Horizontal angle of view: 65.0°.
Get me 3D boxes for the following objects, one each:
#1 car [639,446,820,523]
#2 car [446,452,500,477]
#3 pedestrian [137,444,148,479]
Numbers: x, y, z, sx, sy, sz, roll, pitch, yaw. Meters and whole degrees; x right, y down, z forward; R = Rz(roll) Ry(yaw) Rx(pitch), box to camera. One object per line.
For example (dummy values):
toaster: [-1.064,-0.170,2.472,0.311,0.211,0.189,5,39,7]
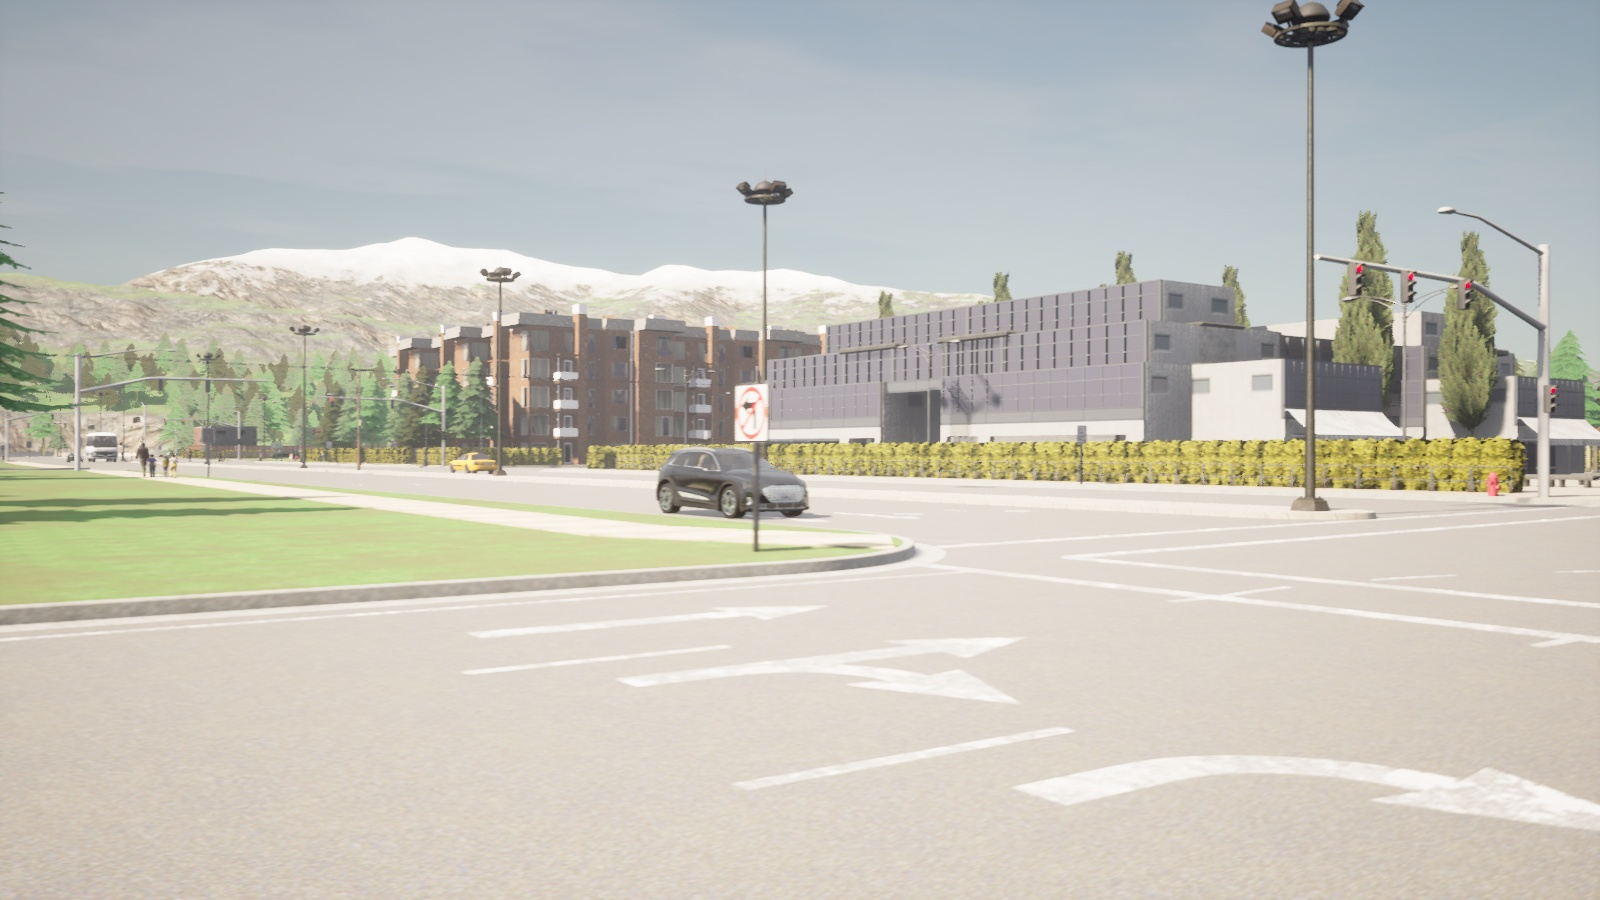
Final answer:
car: [-1.785,0.749,30.120,2.033,1.649,4.856,0,1,-36]
car: [-22.132,0.943,84.842,1.801,1.575,5.366,0,0,-35]
pedestrian: [-34.782,0.620,66.414,0.431,1.840,0.703,0,0,-35]
